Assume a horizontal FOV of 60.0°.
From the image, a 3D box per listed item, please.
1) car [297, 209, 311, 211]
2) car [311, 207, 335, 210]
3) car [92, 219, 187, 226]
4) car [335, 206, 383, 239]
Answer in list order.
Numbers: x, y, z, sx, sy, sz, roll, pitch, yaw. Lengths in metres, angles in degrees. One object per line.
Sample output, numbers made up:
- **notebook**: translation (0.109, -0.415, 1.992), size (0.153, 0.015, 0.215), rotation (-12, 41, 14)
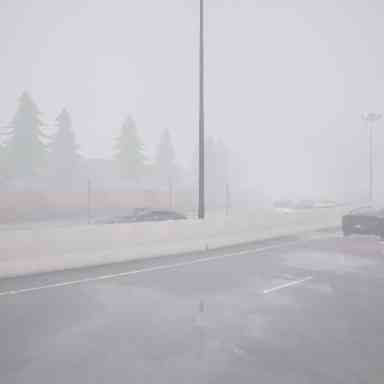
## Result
- **car**: translation (14.231, 1.547, 41.290), size (2.033, 1.411, 5.357), rotation (0, 0, 31)
- **car**: translation (14.340, 1.477, 34.936), size (1.882, 1.535, 5.008), rotation (0, 0, 33)
- **car**: translation (-2.387, 1.491, 15.874), size (4.902, 1.511, 2.128), rotation (0, 0, -42)
- **car**: translation (9.504, 1.477, 17.388), size (1.882, 1.535, 5.008), rotation (0, 0, 44)
